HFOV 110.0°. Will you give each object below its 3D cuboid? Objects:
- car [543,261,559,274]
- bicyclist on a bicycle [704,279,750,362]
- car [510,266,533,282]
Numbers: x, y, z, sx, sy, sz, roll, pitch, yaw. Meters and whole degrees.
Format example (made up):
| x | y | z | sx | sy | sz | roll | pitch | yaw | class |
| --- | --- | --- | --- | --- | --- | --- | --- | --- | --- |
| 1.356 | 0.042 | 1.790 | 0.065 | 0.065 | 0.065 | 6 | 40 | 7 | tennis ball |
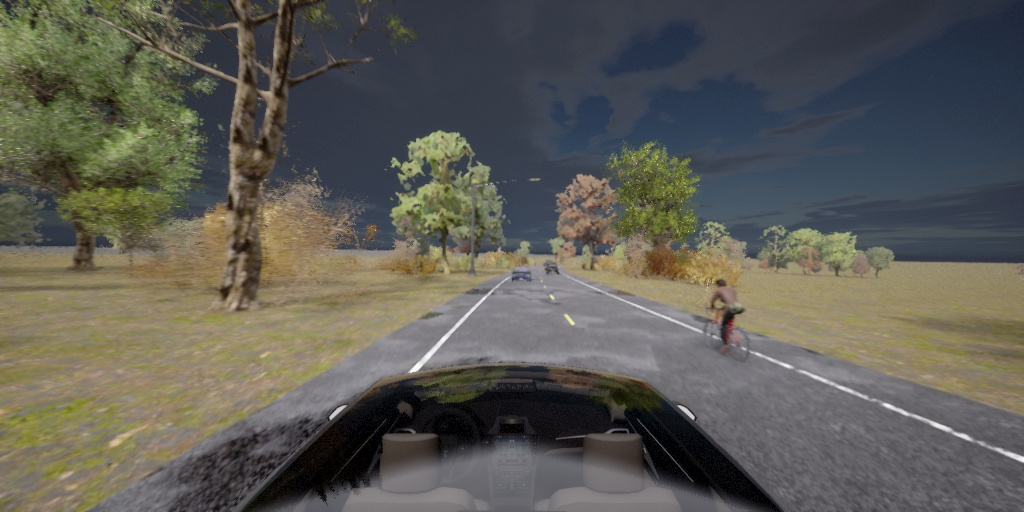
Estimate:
| x | y | z | sx | sy | sz | roll | pitch | yaw | class |
| --- | --- | --- | --- | --- | --- | --- | --- | --- | --- |
| 5.980 | 1.919 | 53.471 | 1.837 | 1.490 | 4.892 | 1 | -1 | 4 | car |
| 4.546 | 1.319 | 7.659 | 0.582 | 1.620 | 1.656 | 1 | -1 | 1 | bicyclist on a bicycle |
| 0.914 | 1.635 | 33.414 | 2.033 | 1.411 | 5.357 | 1 | -1 | 3 | car |
